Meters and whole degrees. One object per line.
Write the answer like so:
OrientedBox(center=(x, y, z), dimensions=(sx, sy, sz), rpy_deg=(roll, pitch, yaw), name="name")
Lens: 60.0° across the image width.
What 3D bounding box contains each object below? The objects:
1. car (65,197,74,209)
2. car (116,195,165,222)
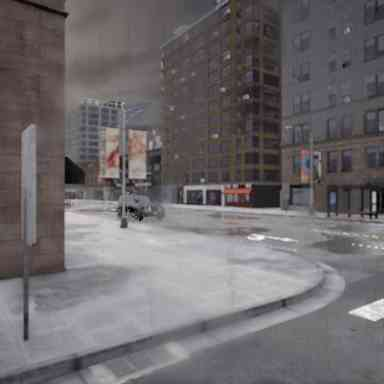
OrientedBox(center=(-18.305, 1.453, 47.115), dimensions=(2.097, 1.767, 4.553), rpy_deg=(0, 0, -35), name="car")
OrientedBox(center=(-4.358, 1.271, 27.496), dimensions=(2.150, 2.045, 5.566), rpy_deg=(0, 0, -35), name="car")
